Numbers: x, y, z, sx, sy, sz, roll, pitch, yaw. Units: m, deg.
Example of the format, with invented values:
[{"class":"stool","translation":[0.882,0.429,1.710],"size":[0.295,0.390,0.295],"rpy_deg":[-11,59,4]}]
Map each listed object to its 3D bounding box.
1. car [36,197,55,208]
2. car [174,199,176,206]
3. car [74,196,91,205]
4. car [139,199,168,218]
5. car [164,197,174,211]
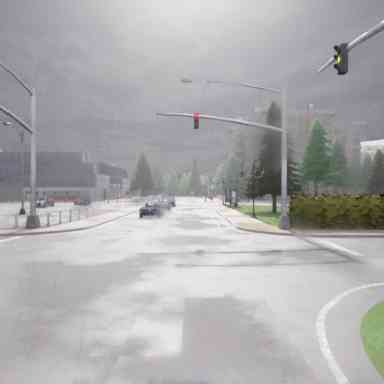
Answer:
[{"class":"car","translation":[-20.482,1.384,45.617],"size":[1.970,1.475,3.806],"rpy_deg":[0,0,0]},{"class":"car","translation":[-3.521,1.478,50.720],"size":[1.882,1.535,5.008],"rpy_deg":[0,0,0]},{"class":"car","translation":[-17.424,1.374,53.006],"size":[1.845,1.501,3.633],"rpy_deg":[0,0,0]},{"class":"car","translation":[-3.582,1.601,30.241],"size":[1.895,1.301,4.718],"rpy_deg":[0,0,0]},{"class":"car","translation":[-3.568,1.564,40.237],"size":[1.994,1.385,4.181],"rpy_deg":[0,0,0]}]
